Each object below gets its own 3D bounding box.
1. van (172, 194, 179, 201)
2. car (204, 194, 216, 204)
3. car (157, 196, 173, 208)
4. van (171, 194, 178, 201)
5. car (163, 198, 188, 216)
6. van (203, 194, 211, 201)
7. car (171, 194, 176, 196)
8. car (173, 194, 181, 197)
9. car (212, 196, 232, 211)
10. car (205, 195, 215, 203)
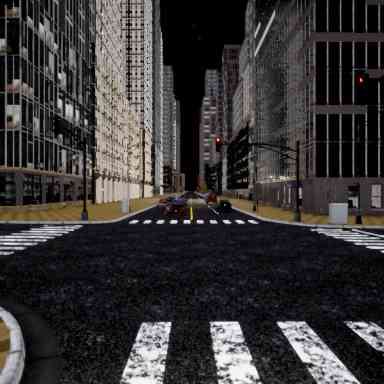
[{"bbox_3d":[-4.229,1.315,85.929,1.690,1.788,3.998,0,0,0],"label":"van"},{"bbox_3d":[3.755,1.313,63.856,2.192,1.841,5.009,0,0,0],"label":"car"},{"bbox_3d":[-4.048,1.593,47.236,1.802,1.307,4.206,0,0,0],"label":"car"},{"bbox_3d":[-4.203,1.321,80.402,1.690,1.788,3.998,0,0,0],"label":"van"},{"bbox_3d":[-1.517,1.581,33.078,1.994,1.385,4.181,0,0,0],"label":"car"},{"bbox_3d":[3.677,1.321,80.439,1.690,1.788,3.998,0,0,0],"label":"van"},{"bbox_3d":[-4.125,1.564,63.819,1.947,1.339,4.313,0,0,0],"label":"car"},{"bbox_3d":[-1.605,1.554,54.097,2.033,1.411,5.357,0,0,0],"label":"car"},{"bbox_3d":[3.908,1.579,41.747,1.947,1.339,4.313,0,0,0],"label":"car"},{"bbox_3d":[3.729,1.432,69.384,1.967,1.590,4.097,0,0,0],"label":"car"}]
